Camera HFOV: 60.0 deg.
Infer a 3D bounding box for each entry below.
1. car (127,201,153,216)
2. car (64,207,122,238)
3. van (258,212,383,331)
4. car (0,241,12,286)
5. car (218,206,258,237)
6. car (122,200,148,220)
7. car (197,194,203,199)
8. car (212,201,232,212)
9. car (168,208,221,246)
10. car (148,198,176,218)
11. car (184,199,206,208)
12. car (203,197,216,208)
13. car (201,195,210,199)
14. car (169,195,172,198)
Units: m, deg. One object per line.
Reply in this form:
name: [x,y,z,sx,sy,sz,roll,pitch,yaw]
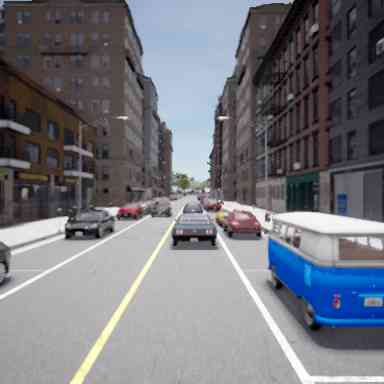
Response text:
car: [-5.385,1.685,35.095,2.008,1.369,4.403,0,0,0]
car: [-5.386,1.636,18.048,1.947,1.339,4.313,0,0,0]
van: [2.638,1.368,6.684,1.690,1.788,3.998,0,0,0]
car: [-5.387,1.577,6.684,2.008,1.369,4.403,0,0,0]
car: [2.639,1.652,18.048,1.802,1.307,4.206,0,0,0]
car: [-5.385,1.657,29.413,1.887,1.381,4.507,0,0,0]
car: [2.643,1.554,63.507,2.192,1.841,5.009,0,0,0]
car: [2.639,1.617,23.900,1.752,1.417,4.829,0,0,0]
car: [0.099,1.661,15.698,1.895,1.301,4.718,0,0,0]
car: [-2.844,1.627,31.921,1.837,1.490,4.892,0,0,0]
car: [0.100,1.690,32.981,1.994,1.385,4.181,0,0,0]
car: [2.641,1.700,40.777,1.887,1.381,4.507,0,0,0]
car: [2.642,1.616,46.460,1.967,1.590,4.097,0,0,0]
car: [-5.382,1.679,63.506,1.967,1.590,4.097,0,0,0]
